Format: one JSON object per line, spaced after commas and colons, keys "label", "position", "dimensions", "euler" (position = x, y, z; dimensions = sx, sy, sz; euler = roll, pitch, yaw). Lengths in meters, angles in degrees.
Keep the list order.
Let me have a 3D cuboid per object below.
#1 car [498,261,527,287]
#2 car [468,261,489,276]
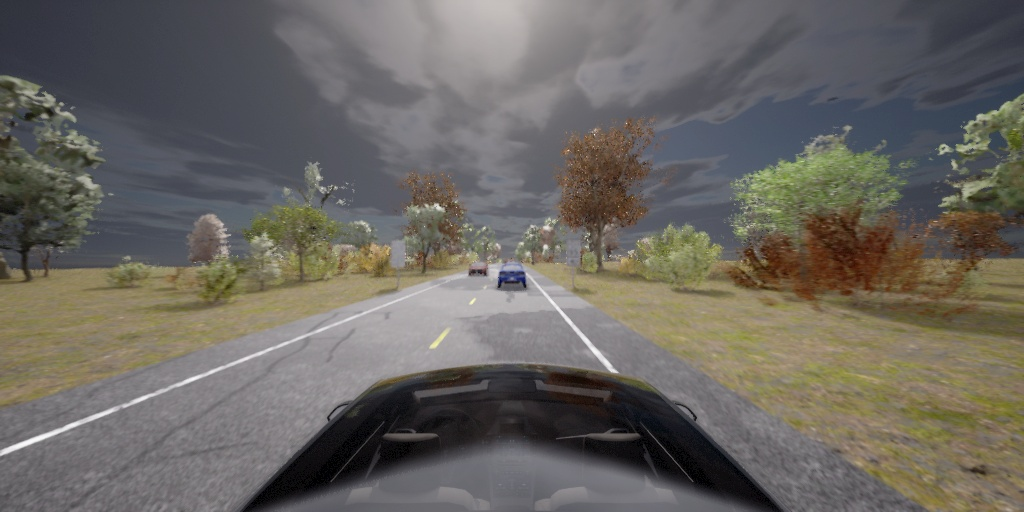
{"label": "car", "position": [0.024, 1.262, 24.852], "dimensions": [1.882, 1.535, 5.008], "euler": [0, 0, 1]}
{"label": "car", "position": [-3.503, 1.322, 38.216], "dimensions": [1.882, 1.535, 5.008], "euler": [0, 0, 0]}
